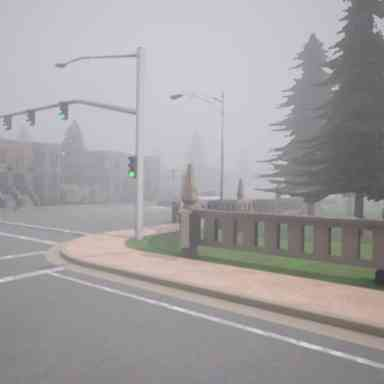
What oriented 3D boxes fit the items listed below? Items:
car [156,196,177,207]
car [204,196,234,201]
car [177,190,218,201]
[{"bbox_3d":[-2.472,1.122,40.637,1.994,1.385,4.181,1,1,36],"label":"car"},{"bbox_3d":[3.313,1.300,30.585,1.994,1.385,4.181,1,1,35],"label":"car"},{"bbox_3d":[1.148,0.841,39.658,2.150,2.045,5.566,1,0,36],"label":"car"}]
